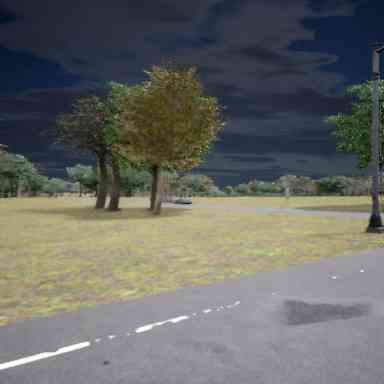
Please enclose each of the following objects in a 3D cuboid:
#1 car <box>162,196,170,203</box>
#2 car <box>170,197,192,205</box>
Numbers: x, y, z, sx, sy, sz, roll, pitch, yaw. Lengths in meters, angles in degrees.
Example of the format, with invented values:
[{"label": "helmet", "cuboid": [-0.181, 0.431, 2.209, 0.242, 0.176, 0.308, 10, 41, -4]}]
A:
[{"label": "car", "cuboid": [-5.582, 1.570, 69.110, 2.128, 1.511, 4.902, 1, 0, -34]}, {"label": "car", "cuboid": [-1.733, 1.748, 63.361, 1.994, 1.385, 4.181, 1, -1, -33]}]
